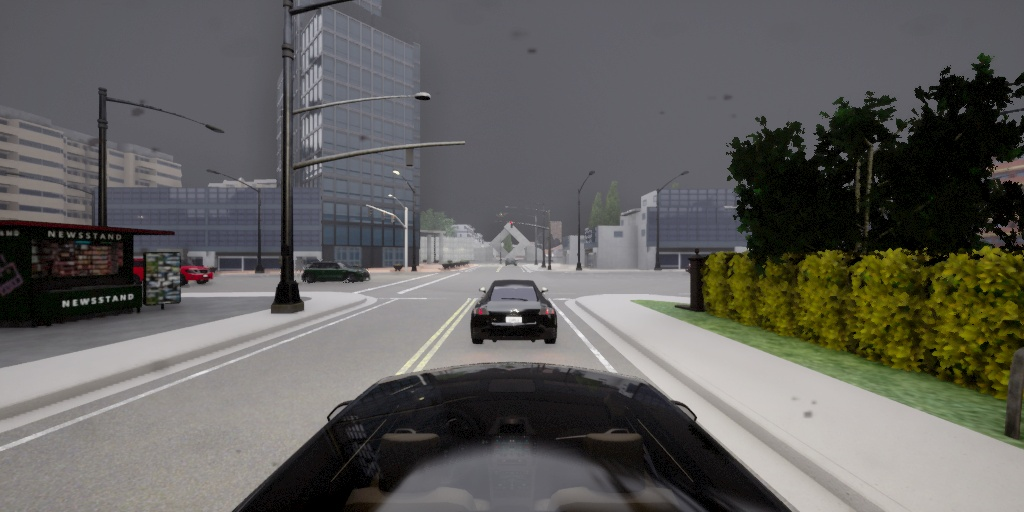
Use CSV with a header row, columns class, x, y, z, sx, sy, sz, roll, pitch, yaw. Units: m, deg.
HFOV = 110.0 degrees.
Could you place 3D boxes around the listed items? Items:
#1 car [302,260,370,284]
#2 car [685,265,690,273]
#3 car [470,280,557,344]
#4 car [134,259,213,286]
class,x,y,z,sx,sy,sz,roll,pitch,yaw
car,-13.247,1.176,27.208,4.553,1.767,2.097,0,0,-1
car,21.199,1.177,38.330,5.008,1.535,1.882,0,0,-1
car,0.045,1.314,9.583,1.994,1.385,4.181,0,0,0
car,-25.924,1.190,27.052,5.566,2.045,2.150,-1,0,-1
